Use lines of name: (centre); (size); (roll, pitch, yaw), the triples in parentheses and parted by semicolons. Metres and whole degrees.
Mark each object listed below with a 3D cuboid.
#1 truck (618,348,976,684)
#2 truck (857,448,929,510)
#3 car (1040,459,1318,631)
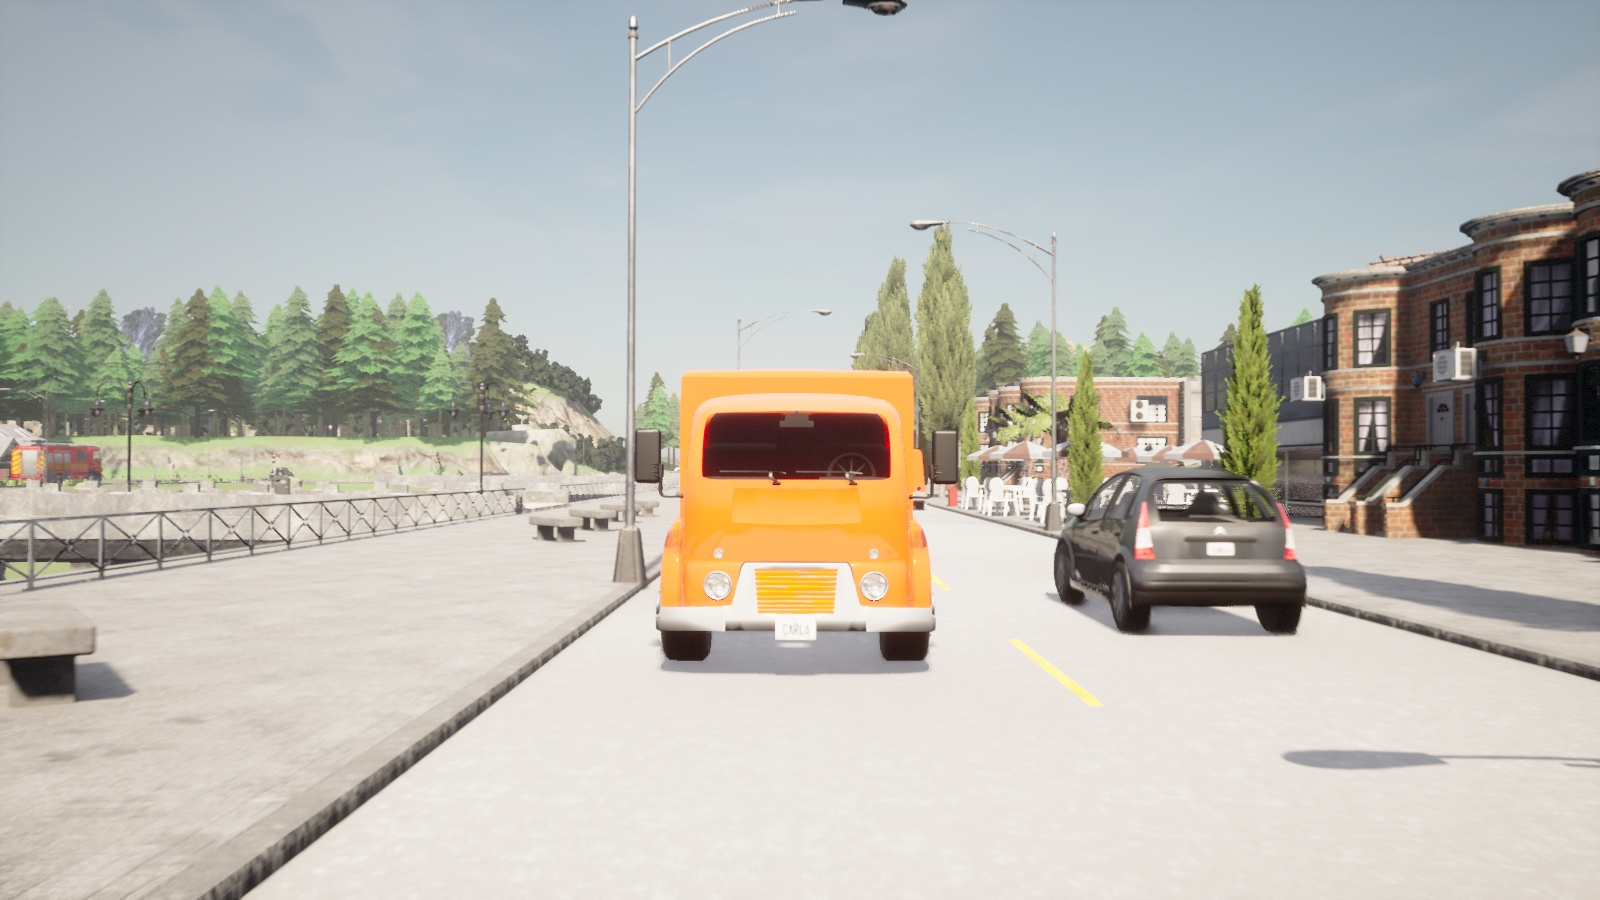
truck: (-0.033, 0.527, 11.859); (2.627, 2.467, 5.204); (0, -1, 0)
truck: (3.860, 1.202, 53.109); (2.627, 2.467, 5.204); (0, -1, 0)
car: (3.962, 0.929, 13.870); (1.851, 1.617, 3.988); (0, -1, 0)
